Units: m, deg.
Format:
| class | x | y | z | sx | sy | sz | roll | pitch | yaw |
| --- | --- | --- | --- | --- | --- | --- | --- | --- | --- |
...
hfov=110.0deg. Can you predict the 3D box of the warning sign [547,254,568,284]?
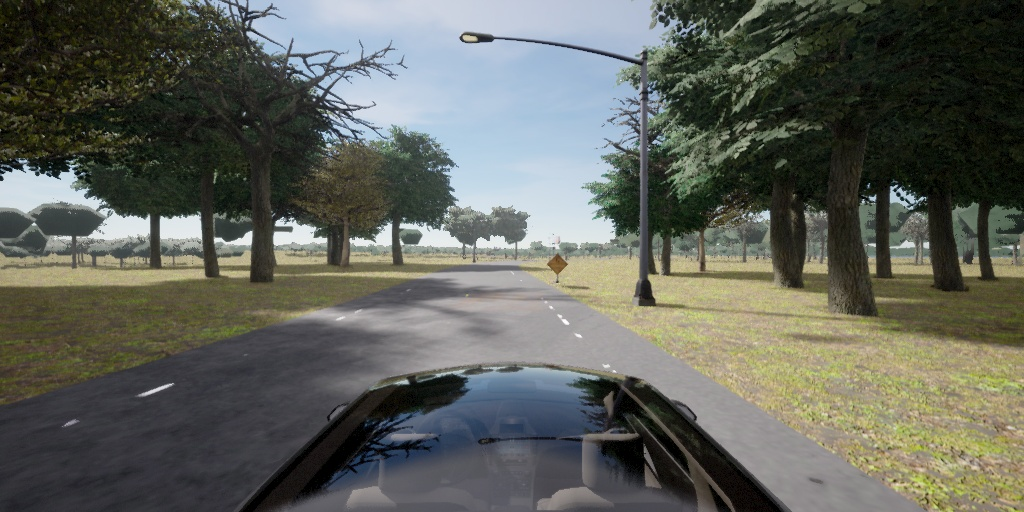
| class | x | y | z | sx | sy | sz | roll | pitch | yaw |
| --- | --- | --- | --- | --- | --- | --- | --- | --- | --- |
| warning sign | 2.831 | 0.794 | 22.435 | 1.300 | 1.860 | 1.060 | 0 | 0 | -3 |
